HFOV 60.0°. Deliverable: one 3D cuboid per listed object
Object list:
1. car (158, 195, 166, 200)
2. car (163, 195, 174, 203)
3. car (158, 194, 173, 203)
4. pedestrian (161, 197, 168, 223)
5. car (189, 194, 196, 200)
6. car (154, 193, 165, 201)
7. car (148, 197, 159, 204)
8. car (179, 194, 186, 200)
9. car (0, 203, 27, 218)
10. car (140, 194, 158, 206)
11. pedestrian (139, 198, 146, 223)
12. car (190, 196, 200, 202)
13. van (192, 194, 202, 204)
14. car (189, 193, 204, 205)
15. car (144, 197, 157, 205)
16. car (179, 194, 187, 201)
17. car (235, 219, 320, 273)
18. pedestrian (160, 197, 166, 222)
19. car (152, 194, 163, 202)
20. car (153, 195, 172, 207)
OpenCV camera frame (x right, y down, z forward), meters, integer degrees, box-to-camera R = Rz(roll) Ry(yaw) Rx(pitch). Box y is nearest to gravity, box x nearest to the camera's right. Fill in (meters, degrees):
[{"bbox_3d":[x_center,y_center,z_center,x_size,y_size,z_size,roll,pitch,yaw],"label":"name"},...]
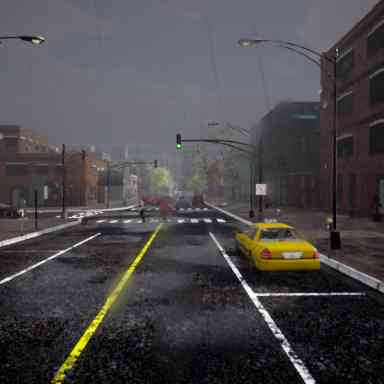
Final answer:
[{"bbox_3d":[-8.217,1.524,92.472,1.887,1.381,4.507,-1,0,-2],"label":"car"},{"bbox_3d":[-4.943,1.510,71.130,2.128,1.511,4.902,0,0,-2],"label":"car"},{"bbox_3d":[-4.731,1.465,61.001,1.882,1.535,5.008,0,0,-1],"label":"car"},{"bbox_3d":[-1.940,1.290,23.550,0.375,1.860,0.375,-1,1,-2],"label":"pedestrian"},{"bbox_3d":[0.159,1.419,92.701,1.967,1.590,4.097,-1,0,-2],"label":"car"},{"bbox_3d":[-7.916,1.297,81.389,2.192,1.841,5.009,-1,0,-2],"label":"car"},{"bbox_3d":[-7.460,1.569,64.763,1.802,1.307,4.206,-1,0,-2],"label":"car"},{"bbox_3d":[-2.461,1.354,90.225,1.882,1.535,5.008,0,0,-2],"label":"car"},{"bbox_3d":[-19.069,1.794,32.367,5.357,1.411,2.033,-1,1,-2],"label":"car"},{"bbox_3d":[-7.158,1.304,53.679,2.192,1.841,5.009,-1,0,-2],"label":"car"},{"bbox_3d":[-3.638,1.297,24.244,0.375,1.860,0.375,-1,1,-2],"label":"pedestrian"},{"bbox_3d":[0.615,1.534,76.076,2.008,1.369,4.403,-1,0,-2],"label":"car"},{"bbox_3d":[0.916,1.328,64.992,1.690,1.788,3.998,-1,0,-2],"label":"van"},{"bbox_3d":[1.067,1.303,59.450,2.192,1.841,5.009,-1,0,-2],"label":"car"},{"bbox_3d":[-7.308,1.533,59.221,1.887,1.381,4.507,-1,0,-2],"label":"car"},{"bbox_3d":[-2.178,1.504,79.813,2.128,1.511,4.902,0,0,-2],"label":"car"},{"bbox_3d":[2.408,1.524,10.501,1.752,1.417,4.829,-1,0,-2],"label":"car"},{"bbox_3d":[-2.178,1.297,24.885,0.375,1.860,0.375,-1,1,-2],"label":"pedestrian"},{"bbox_3d":[-7.766,1.299,75.847,2.192,1.841,5.009,-1,0,-2],"label":"car"},{"bbox_3d":[-4.490,1.554,51.203,1.994,1.385,4.181,0,0,-2],"label":"car"}]
